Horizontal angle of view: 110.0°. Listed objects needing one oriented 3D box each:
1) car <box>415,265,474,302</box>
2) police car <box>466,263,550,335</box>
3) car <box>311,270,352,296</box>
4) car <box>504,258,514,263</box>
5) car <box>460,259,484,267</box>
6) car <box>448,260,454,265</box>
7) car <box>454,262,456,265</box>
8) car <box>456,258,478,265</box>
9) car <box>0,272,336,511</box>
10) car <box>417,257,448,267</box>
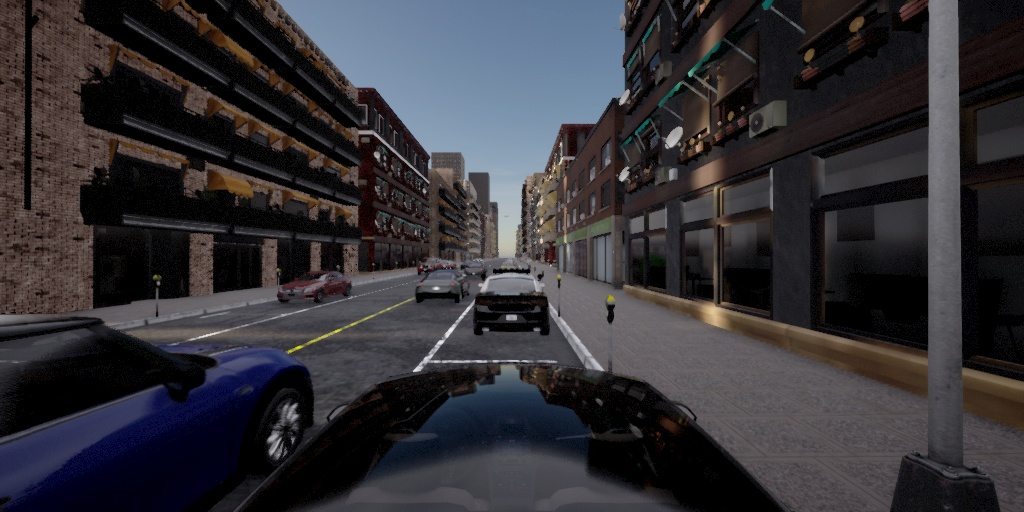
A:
[{"bbox_3d":[-3.140,1.315,16.909,1.994,1.385,4.181,0,0,0],"label":"car"},{"bbox_3d":[-0.011,1.175,10.609,1.930,1.638,5.238,0,0,0],"label":"police car"},{"bbox_3d":[-8.837,1.333,16.462,1.802,1.307,4.207,0,0,0],"label":"car"},{"bbox_3d":[-0.456,1.275,39.173,1.751,1.417,4.829,0,0,0],"label":"car"},{"bbox_3d":[-3.142,1.243,31.886,2.128,1.511,4.902,0,0,0],"label":"car"},{"bbox_3d":[-8.837,1.188,44.643,1.967,1.591,4.097,0,0,0],"label":"car"},{"bbox_3d":[-8.837,1.293,50.280,1.888,1.381,4.507,0,0,0],"label":"car"},{"bbox_3d":[-6.147,1.348,50.223,1.895,1.301,4.718,0,0,0],"label":"car"},{"bbox_3d":[-3.145,1.101,1.942,2.097,1.767,4.553,0,0,0],"label":"car"},{"bbox_3d":[-8.837,1.064,39.007,2.192,1.841,5.009,0,0,0],"label":"car"}]
